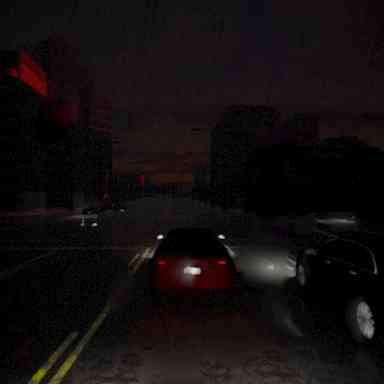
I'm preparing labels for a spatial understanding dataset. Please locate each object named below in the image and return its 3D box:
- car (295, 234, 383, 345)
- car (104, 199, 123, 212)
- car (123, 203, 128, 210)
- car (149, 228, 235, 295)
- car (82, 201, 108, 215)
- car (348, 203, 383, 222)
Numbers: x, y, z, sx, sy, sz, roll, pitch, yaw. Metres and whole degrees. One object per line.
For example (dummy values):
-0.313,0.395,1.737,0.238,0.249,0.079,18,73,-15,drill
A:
3.521,1.575,6.476,1.837,1.490,4.892,0,-1,-1,car
-12.804,2.068,52.117,2.150,2.045,5.566,0,-2,-3,car
-13.372,2.764,62.820,1.994,1.385,4.181,0,-2,-2,car
-0.028,1.662,9.048,1.994,1.385,4.181,0,-1,-1,car
-12.176,2.156,41.370,1.895,1.301,4.718,0,-1,-3,car
15.707,1.602,27.110,5.357,1.411,2.033,-1,-1,-4,car
